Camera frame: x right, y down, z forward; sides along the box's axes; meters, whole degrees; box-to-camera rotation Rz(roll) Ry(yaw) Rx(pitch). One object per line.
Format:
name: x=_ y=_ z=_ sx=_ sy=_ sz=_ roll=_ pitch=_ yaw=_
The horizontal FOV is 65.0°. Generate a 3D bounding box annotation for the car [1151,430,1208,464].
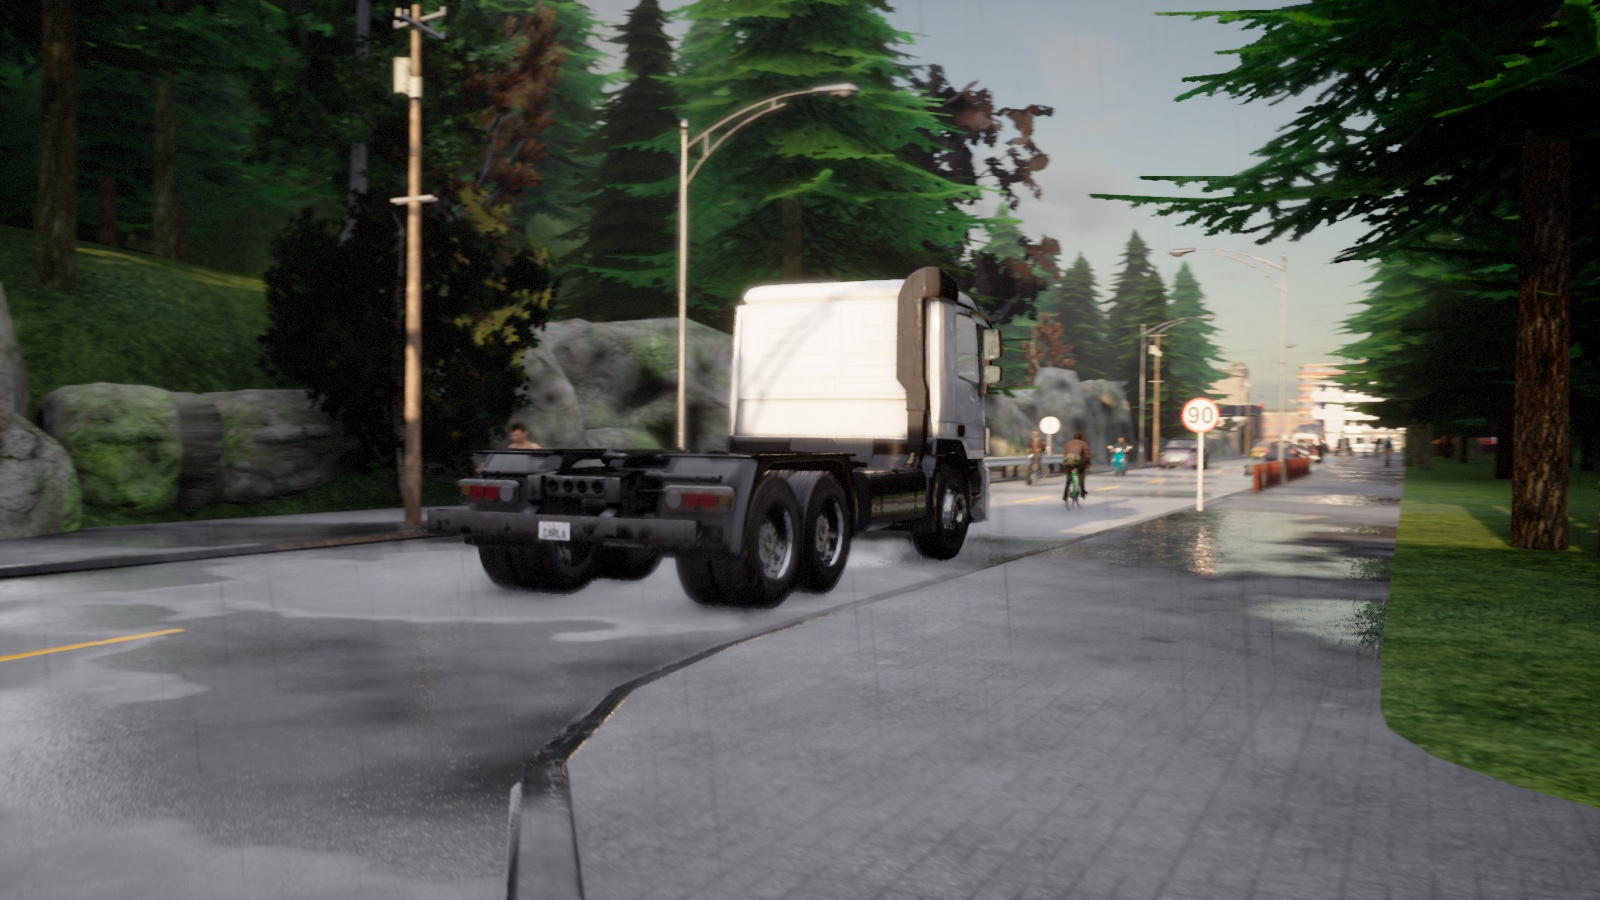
car: x=19.317 y=-0.173 z=63.760 sx=2.033 sy=1.649 sz=4.856 roll=0 pitch=0 yaw=26

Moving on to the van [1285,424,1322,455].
van: x=34.633 y=-0.731 z=86.330 sx=2.069 sy=2.038 sz=4.480 roll=0 pitch=1 yaw=26

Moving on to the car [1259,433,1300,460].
car: x=26.717 y=-0.207 z=69.903 sx=1.845 sy=1.501 sz=3.633 roll=0 pitch=1 yaw=26

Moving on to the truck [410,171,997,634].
truck: x=-0.335 y=-0.400 z=13.608 sx=2.891 sy=3.462 sz=7.936 roll=0 pitch=1 yaw=24

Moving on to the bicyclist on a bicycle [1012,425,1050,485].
bicyclist on a bicycle: x=7.014 y=0.131 z=38.088 sx=0.659 sy=1.776 sz=1.843 roll=0 pitch=0 yaw=25

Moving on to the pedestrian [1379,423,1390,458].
pedestrian: x=32.711 y=-0.552 z=70.286 sx=0.396 sy=1.930 sz=0.692 roll=0 pitch=1 yaw=40

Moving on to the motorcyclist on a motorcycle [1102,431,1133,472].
motorcyclist on a motorcycle: x=12.596 y=0.047 z=49.793 sx=0.866 sy=1.590 sz=1.817 roll=0 pitch=0 yaw=26

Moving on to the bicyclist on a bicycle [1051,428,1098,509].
bicyclist on a bicycle: x=5.690 y=0.357 z=26.011 sx=0.582 sy=1.620 sz=1.656 roll=0 pitch=0 yaw=25
